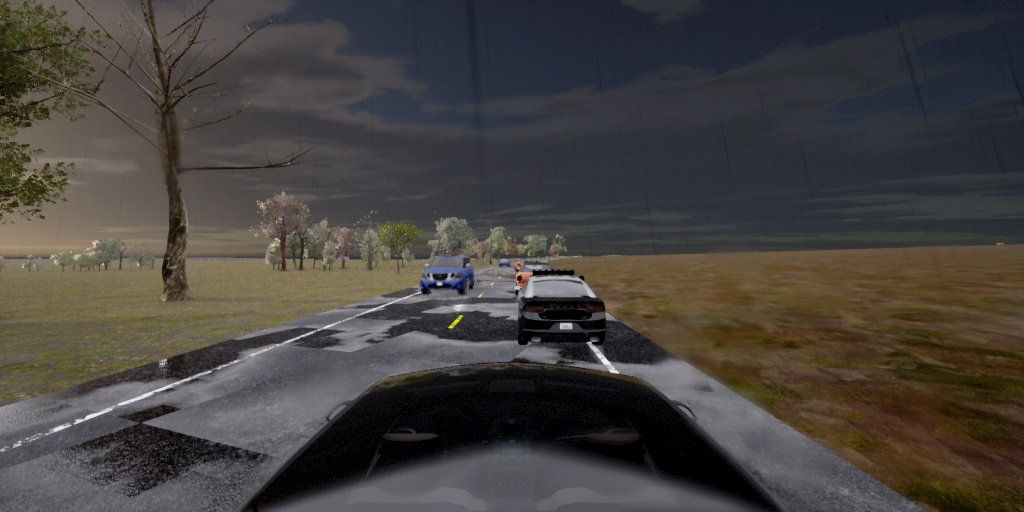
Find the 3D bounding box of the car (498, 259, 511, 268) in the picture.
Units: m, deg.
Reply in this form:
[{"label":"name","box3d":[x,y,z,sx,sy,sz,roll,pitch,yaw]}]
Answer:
[{"label":"car","box3d":[-1.288,1.210,62.840,1.882,1.535,5.008,0,0,5]}]

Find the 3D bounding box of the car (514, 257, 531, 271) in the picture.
[{"label":"car","box3d":[1.535,1.092,50.766,2.097,1.767,4.553,0,0,4]}]

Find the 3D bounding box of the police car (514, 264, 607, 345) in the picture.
[{"label":"police car","box3d":[1.089,1.175,9.626,1.930,1.638,5.238,0,0,1]}]

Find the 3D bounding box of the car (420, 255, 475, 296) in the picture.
[{"label":"car","box3d":[-3.381,0.972,19.799,2.150,2.045,5.566,0,0,1]}]

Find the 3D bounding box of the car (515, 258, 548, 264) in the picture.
[{"label":"car","box3d":[1.246,1.101,19.451,2.097,1.767,4.553,0,0,1]}]
